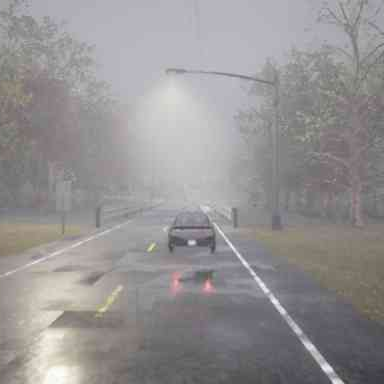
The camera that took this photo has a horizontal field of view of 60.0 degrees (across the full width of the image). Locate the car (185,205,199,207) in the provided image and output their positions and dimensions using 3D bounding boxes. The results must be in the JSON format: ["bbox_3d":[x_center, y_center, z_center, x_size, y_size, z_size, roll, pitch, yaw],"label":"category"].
[{"bbox_3d":[0.001,1.817,28.980,2.033,1.411,5.357,0,-1,0],"label":"car"}]

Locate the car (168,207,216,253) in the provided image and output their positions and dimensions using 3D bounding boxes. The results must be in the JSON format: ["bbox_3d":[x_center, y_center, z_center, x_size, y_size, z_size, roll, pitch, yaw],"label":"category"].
[{"bbox_3d":[0.004,1.626,14.286,2.128,1.511,4.902,0,0,0],"label":"car"}]
